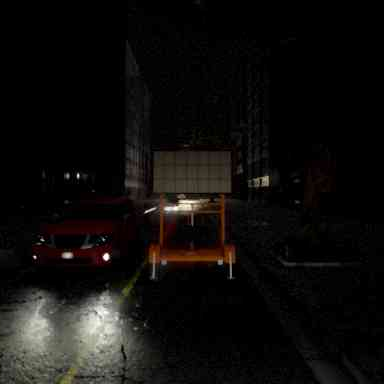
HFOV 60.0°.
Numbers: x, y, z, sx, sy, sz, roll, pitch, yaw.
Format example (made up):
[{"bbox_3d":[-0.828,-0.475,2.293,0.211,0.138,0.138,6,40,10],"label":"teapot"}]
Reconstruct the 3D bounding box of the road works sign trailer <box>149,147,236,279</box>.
[{"bbox_3d":[0.011,0.464,10.002,2.380,3.560,2.880,0,0,0],"label":"road works sign trailer"}]

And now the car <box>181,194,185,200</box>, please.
[{"bbox_3d":[-2.902,1.344,89.308,2.097,1.767,4.553,0,0,0],"label":"car"}]

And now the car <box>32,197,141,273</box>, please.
[{"bbox_3d":[-3.088,1.221,11.027,2.150,2.045,5.566,0,0,0],"label":"car"}]

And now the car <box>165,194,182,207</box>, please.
[{"bbox_3d":[-3.039,1.490,51.247,2.128,1.511,4.902,0,0,0],"label":"car"}]
